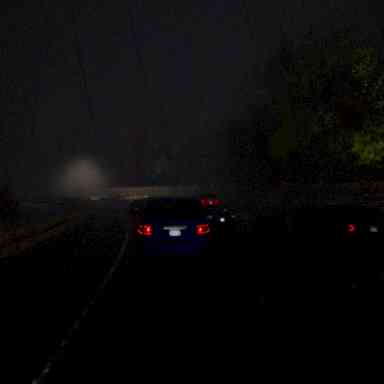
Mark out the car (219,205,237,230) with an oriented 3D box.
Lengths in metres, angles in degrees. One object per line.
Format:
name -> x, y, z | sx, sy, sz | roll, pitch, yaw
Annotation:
car -> 1.304, 1.504, 20.370 | 1.994, 1.385, 4.181 | 0, 0, -11

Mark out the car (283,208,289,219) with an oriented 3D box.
car -> 9.164, 1.456, 25.874 | 1.994, 1.385, 4.181 | 0, 0, -36

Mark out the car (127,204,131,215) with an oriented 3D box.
car -> -4.765, 1.481, 30.466 | 2.033, 1.411, 5.357 | 0, 0, -17

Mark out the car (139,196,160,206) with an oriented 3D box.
car -> -6.816, 1.436, 52.965 | 1.994, 1.385, 4.181 | 0, 0, -28

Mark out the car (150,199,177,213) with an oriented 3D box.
car -> -3.254, 1.476, 36.704 | 1.994, 1.385, 4.181 | 0, 0, -19

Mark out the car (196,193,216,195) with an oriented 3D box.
car -> 0.979, 1.124, 35.297 | 2.150, 2.045, 5.566 | 0, 0, -19

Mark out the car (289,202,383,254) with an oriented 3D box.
car -> 5.963, 1.296, 13.445 | 2.097, 1.767, 4.553 | 0, 0, -7

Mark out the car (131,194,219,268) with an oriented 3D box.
car -> -0.779, 1.189, 11.407 | 2.150, 2.045, 5.566 | 0, 0, -7

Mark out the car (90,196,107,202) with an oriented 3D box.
car -> -20.594, 1.468, 73.089 | 1.895, 1.301, 4.718 | 0, 0, -41
